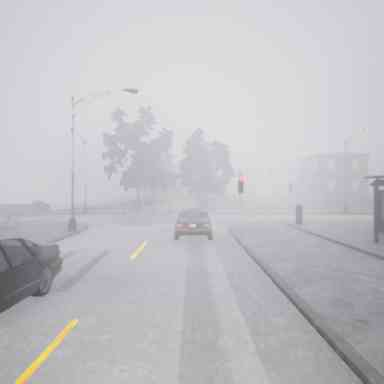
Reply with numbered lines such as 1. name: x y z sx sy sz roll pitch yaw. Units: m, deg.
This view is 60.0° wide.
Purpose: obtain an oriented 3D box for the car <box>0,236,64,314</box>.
1. car: -4.059 1.540 5.852 2.033 1.411 5.357 0 0 0

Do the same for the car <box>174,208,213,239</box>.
1. car: 0.088 1.526 17.074 2.033 1.411 5.357 0 0 1
